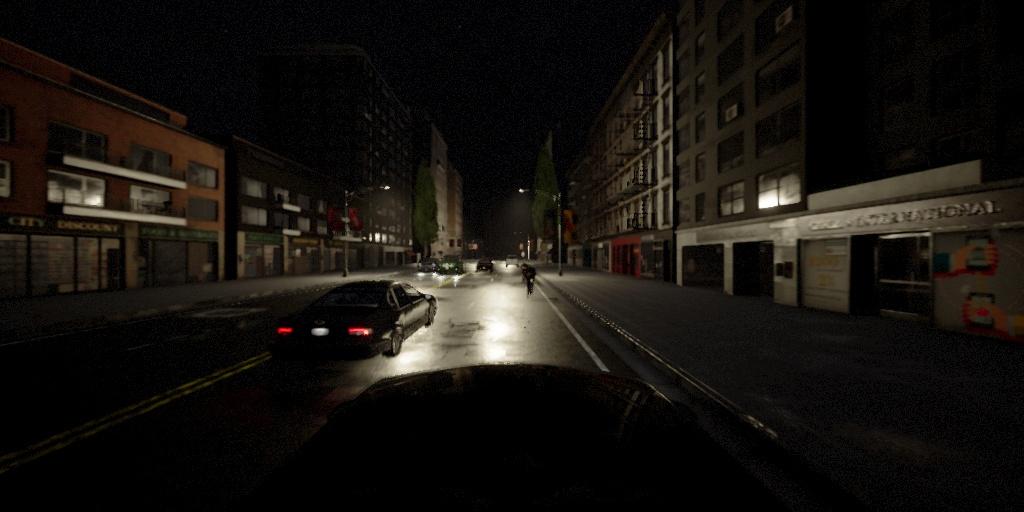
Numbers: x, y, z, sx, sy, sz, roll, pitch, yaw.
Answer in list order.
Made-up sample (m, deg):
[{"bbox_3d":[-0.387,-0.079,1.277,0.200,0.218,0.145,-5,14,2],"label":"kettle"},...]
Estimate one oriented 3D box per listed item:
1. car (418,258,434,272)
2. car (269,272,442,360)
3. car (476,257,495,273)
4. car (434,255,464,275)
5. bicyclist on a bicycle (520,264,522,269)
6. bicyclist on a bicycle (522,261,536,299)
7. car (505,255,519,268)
[{"bbox_3d":[-9.830,1.031,43.325,2.097,1.767,4.553,0,0,0],"label":"car"},{"bbox_3d":[-3.151,1.288,8.398,2.033,1.411,5.357,0,0,0],"label":"car"},{"bbox_3d":[-3.151,1.158,42.949,1.882,1.535,5.008,0,0,0],"label":"car"},{"bbox_3d":[-6.593,0.909,39.179,2.150,2.045,5.566,0,0,0],"label":"car"},{"bbox_3d":[0.892,1.165,26.007,0.582,1.620,1.656,0,0,0],"label":"bicyclist on a bicycle"},{"bbox_3d":[0.892,1.180,17.002,0.582,1.620,1.656,0,0,0],"label":"bicyclist on a bicycle"},{"bbox_3d":[0.036,0.870,59.629,2.150,2.045,5.566,0,0,0],"label":"car"}]
